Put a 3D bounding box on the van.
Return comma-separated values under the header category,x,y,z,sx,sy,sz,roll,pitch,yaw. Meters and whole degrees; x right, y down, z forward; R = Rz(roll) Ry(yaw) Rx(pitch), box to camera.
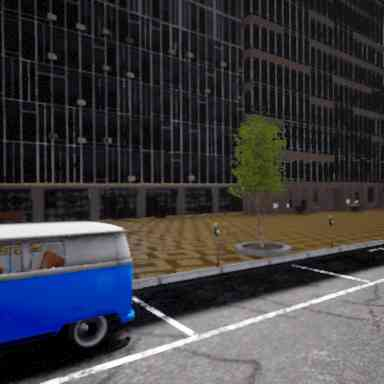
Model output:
category,x,y,z,sx,sy,sz,roll,pitch,yaw
van,-2.789,1.342,4.588,3.998,1.788,1.690,0,-1,-35
